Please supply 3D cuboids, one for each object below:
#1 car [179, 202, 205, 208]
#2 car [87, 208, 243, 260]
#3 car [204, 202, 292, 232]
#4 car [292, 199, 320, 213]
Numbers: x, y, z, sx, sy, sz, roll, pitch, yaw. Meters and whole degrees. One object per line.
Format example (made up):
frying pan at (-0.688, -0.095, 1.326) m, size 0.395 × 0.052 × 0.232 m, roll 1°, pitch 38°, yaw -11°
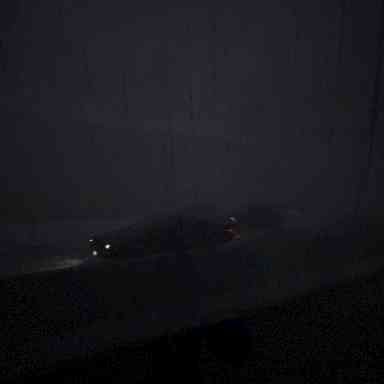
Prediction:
car at (0.188, 1.440, 21.544) m, size 4.892 × 1.490 × 1.837 m, roll 0°, pitch 0°, yaw -37°
car at (-0.899, 1.516, 12.020) m, size 5.357 × 1.411 × 2.033 m, roll 0°, pitch 0°, yaw -36°
car at (3.415, 1.402, 19.594) m, size 5.008 × 1.535 × 1.882 m, roll 0°, pitch 0°, yaw -37°
car at (11.570, 1.402, 34.874) m, size 4.181 × 1.385 × 1.994 m, roll 0°, pitch 0°, yaw -40°
